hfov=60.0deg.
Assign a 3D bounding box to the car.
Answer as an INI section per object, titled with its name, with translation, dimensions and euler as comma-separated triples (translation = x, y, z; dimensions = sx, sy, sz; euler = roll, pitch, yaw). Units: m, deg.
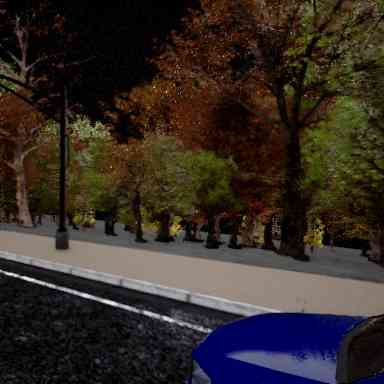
[car]
translation = 2.088, 1.526, 2.198
dimensions = 4.674, 1.442, 1.812
euler = 0, 0, 36
